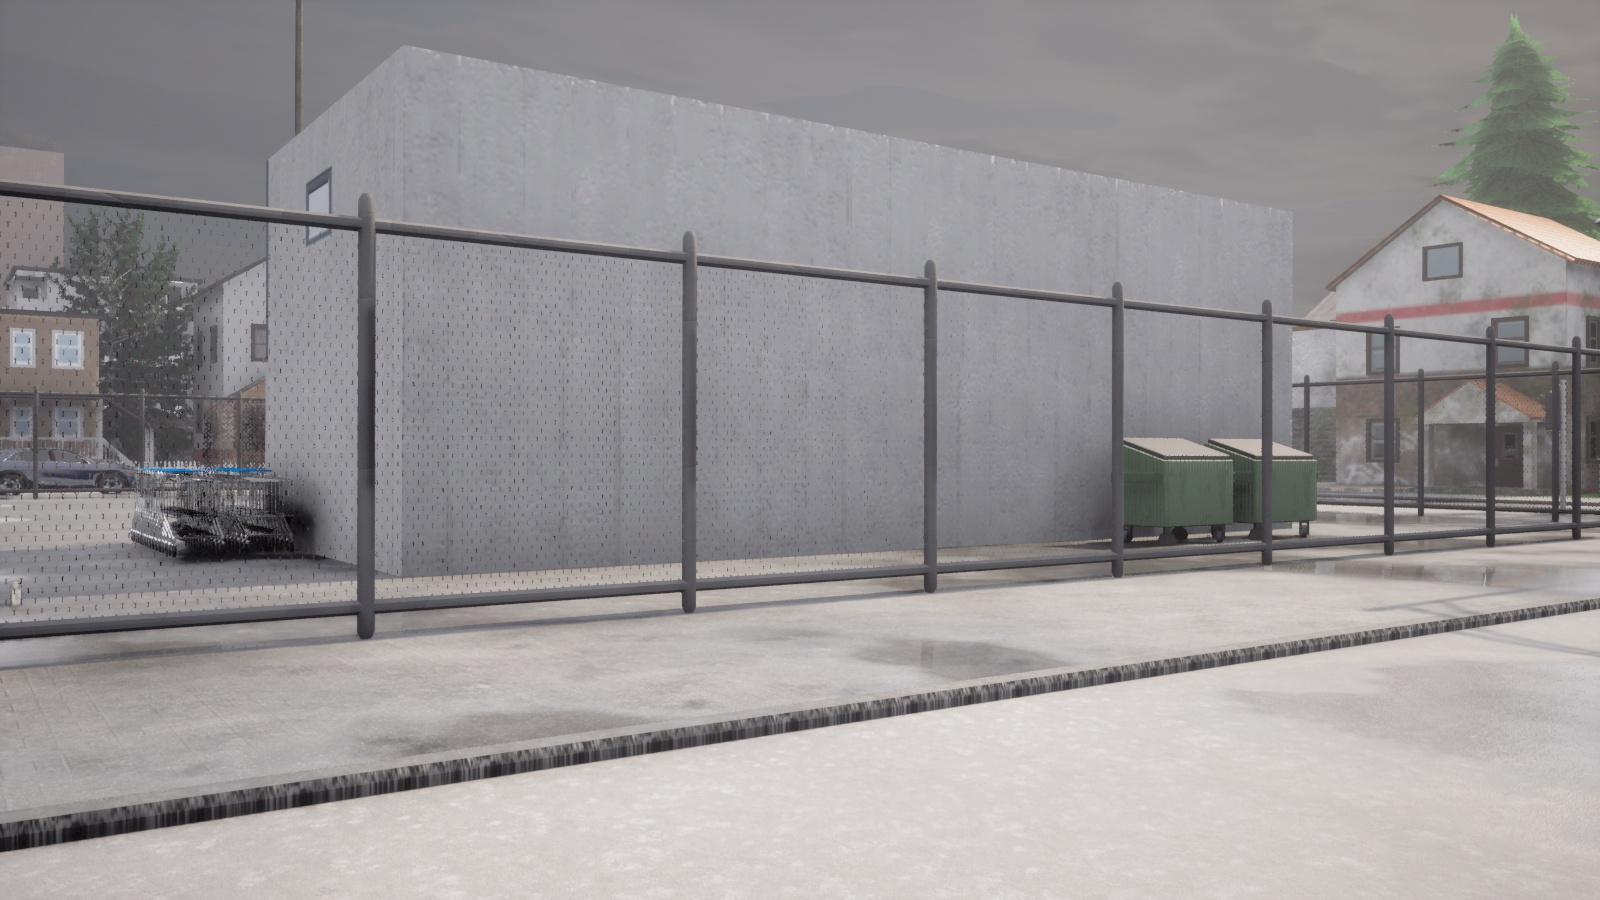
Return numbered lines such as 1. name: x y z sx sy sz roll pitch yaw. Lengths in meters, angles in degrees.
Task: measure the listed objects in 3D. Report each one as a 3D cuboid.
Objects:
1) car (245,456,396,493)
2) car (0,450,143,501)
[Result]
1. car: -19.378 0.958 50.876 5.357 1.411 2.033 0 0 -35
2. car: -24.908 0.831 42.177 4.856 1.649 2.033 0 0 -34
